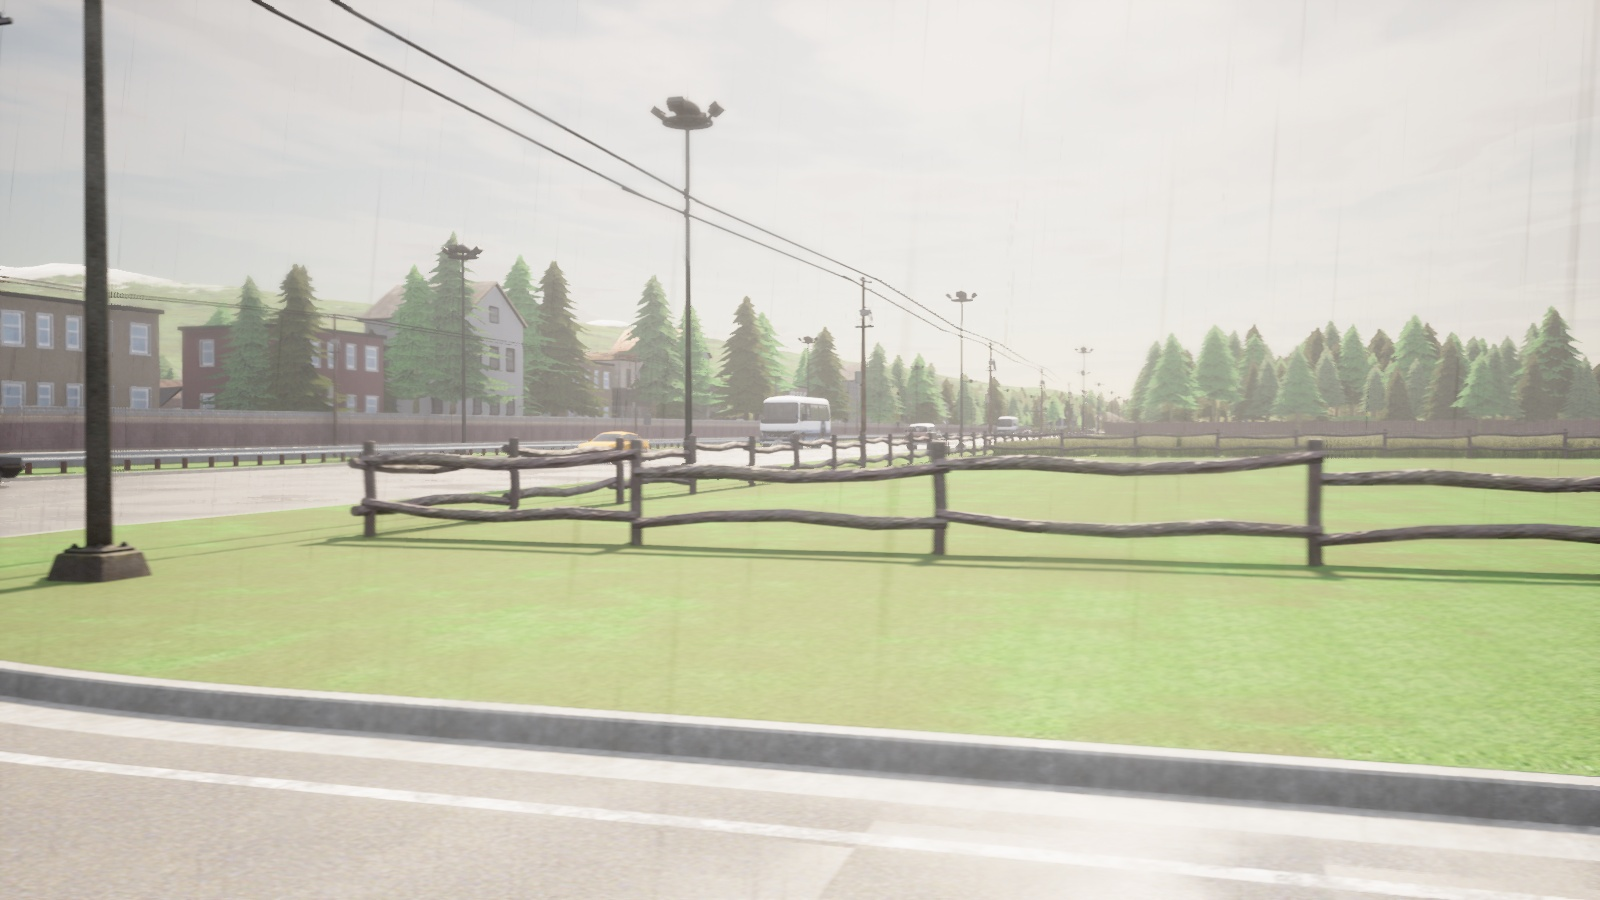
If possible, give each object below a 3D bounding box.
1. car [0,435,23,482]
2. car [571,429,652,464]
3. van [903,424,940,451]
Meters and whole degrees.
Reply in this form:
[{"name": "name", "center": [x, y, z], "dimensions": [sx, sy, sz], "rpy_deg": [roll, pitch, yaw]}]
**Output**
[{"name": "car", "center": [-23.660, 0.261, 33.717], "dimensions": [1.895, 1.301, 4.718], "rpy_deg": [1, 1, 16]}, {"name": "car", "center": [-8.844, -0.201, 59.428], "dimensions": [1.882, 1.535, 5.008], "rpy_deg": [1, 1, 16]}, {"name": "van", "center": [9.403, -0.967, 96.860], "dimensions": [2.069, 2.038, 4.480], "rpy_deg": [1, 1, 16]}]
